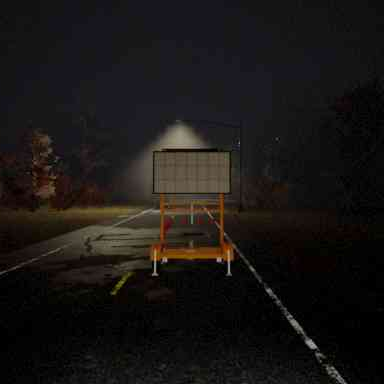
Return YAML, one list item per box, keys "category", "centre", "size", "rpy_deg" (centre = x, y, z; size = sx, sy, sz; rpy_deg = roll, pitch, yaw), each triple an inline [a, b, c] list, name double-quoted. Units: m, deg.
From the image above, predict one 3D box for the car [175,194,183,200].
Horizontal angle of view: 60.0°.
- category: "car"
  centre: [-3.489, 1.233, 90.102]
  size: [2.150, 2.045, 5.566]
  rpy_deg: [0, 0, 0]

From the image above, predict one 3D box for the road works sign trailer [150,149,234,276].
- category: "road works sign trailer"
  centre: [0.000, 0.464, 10.349]
  size: [2.380, 3.560, 2.880]
  rpy_deg: [0, 0, 0]

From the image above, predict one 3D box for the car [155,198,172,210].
- category: "car"
  centre: [-3.595, 1.505, 42.270]
  size: [1.837, 1.490, 4.892]
  rpy_deg: [0, 0, 0]
